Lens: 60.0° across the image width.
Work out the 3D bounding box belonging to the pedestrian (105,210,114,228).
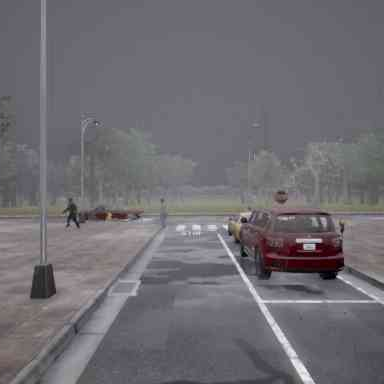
[{"bbox_3d":[-4.805,1.539,19.383,0.500,1.100,0.500,0,0,0],"label":"pedestrian"}]

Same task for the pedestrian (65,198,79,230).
[{"bbox_3d":[-6.829,1.197,18.880,0.375,1.860,0.375,0,0,0],"label":"pedestrian"}]

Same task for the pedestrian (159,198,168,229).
[{"bbox_3d":[-1.734,1.293,20.230,0.375,1.860,0.375,0,0,0],"label":"pedestrian"}]

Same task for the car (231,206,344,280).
[{"bbox_3d":[2.650,1.314,9.886,2.192,1.841,5.009,0,0,0],"label":"car"}]

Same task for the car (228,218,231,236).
[{"bbox_3d":[2.658,1.525,15.602,1.752,1.417,4.829,0,0,0],"label":"car"}]

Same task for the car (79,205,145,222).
[{"bbox_3d":[-6.037,1.647,25.632,4.718,1.301,1.895,-1,0,0],"label":"car"}]
